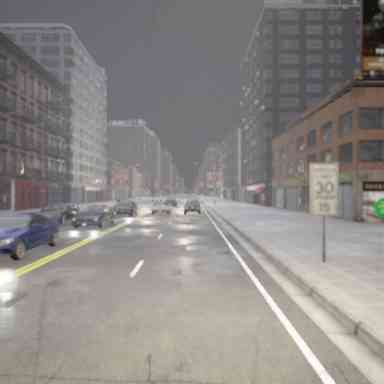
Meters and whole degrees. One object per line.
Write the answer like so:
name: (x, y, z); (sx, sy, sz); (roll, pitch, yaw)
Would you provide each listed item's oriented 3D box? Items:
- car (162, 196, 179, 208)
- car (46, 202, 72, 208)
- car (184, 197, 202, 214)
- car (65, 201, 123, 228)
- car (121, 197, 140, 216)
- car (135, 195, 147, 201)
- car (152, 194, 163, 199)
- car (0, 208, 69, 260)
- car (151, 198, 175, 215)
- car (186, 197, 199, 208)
car: (-3.187, 1.600, 51.195); (1.837, 1.490, 4.892); (0, 0, 0)
car: (-9.765, 1.536, 24.610); (2.128, 1.511, 4.902); (0, 0, 0)
car: (0.067, 1.613, 35.979); (2.033, 1.411, 5.357); (0, 0, 1)
car: (-6.513, 1.589, 22.779); (2.033, 1.411, 5.357); (0, 0, 0)
car: (-6.520, 1.565, 32.953); (1.837, 1.490, 4.892); (0, 0, 0)
car: (-9.791, 1.209, 63.972); (1.882, 1.535, 5.008); (0, 0, 0)
car: (-6.541, 1.087, 64.004); (2.097, 1.767, 4.553); (0, 0, 0)
car: (-6.582, 1.549, 12.629); (1.812, 1.442, 4.674); (0, 0, 0)
car: (-3.172, 1.666, 35.388); (1.895, 1.301, 4.718); (0, 0, 0)
car: (0.062, 1.571, 51.217); (1.882, 1.535, 5.008); (0, 0, 0)
